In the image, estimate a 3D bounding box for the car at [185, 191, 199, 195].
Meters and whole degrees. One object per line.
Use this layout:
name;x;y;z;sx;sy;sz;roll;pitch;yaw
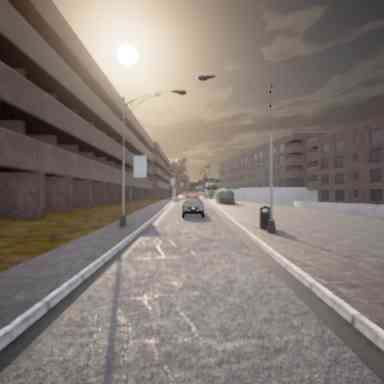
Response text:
car;0.068;0.671;51.595;2.097;1.767;4.553;0;0;0

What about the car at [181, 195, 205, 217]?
car;0.093;1.237;27.915;2.033;1.411;5.357;0;1;0
